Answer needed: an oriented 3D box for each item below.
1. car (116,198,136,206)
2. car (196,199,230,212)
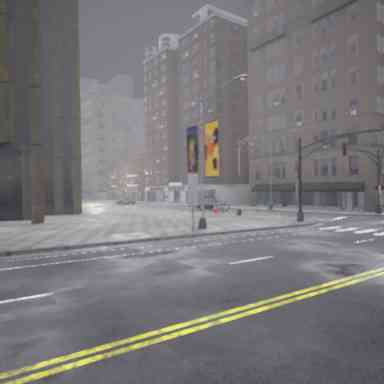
[{"bbox_3d":[-12.025,1.743,60.170,2.033,1.411,5.357,-1,0,-35],"label":"car"},{"bbox_3d":[2.456,1.597,39.473,2.128,1.511,4.902,-1,1,-35],"label":"car"}]
